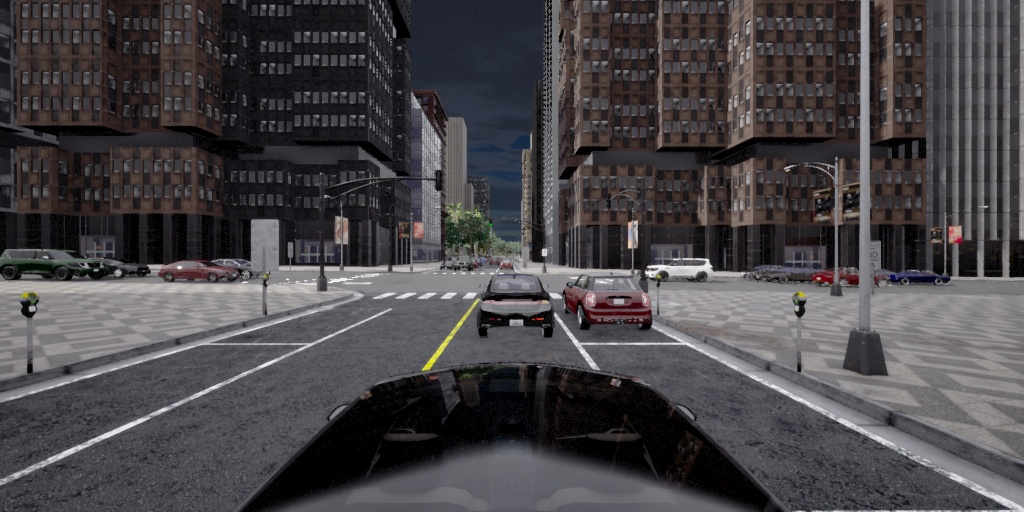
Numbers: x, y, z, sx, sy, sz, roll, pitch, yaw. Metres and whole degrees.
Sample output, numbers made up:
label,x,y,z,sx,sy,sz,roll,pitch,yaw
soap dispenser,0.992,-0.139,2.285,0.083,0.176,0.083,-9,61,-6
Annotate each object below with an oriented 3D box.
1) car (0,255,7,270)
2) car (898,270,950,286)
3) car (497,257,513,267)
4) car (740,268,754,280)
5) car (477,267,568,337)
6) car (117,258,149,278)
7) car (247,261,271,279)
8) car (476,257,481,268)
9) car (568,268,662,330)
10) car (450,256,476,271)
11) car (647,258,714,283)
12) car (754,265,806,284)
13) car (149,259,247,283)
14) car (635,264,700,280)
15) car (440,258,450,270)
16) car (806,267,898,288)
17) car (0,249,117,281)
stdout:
label,x,y,z,sx,sy,sz,roll,pitch,yaw
car,-51.930,0.573,33.883,5.357,1.411,2.033,1,0,-1
car,35.059,1.883,31.437,4.718,1.301,1.895,1,0,0
car,-0.782,1.198,52.497,1.967,1.591,4.097,0,0,-1
car,24.691,1.619,34.600,4.902,1.511,2.128,1,0,-1
car,0.072,1.241,10.238,2.128,1.511,4.902,0,0,-1
car,-30.599,0.853,27.389,4.892,1.490,1.837,1,0,-1
car,-21.210,0.972,27.489,4.902,1.511,2.128,1,0,0
car,-6.694,1.251,59.304,1.882,1.535,5.008,0,0,0
car,2.730,1.190,11.117,1.967,1.591,4.097,0,0,0
car,-6.609,0.973,49.314,2.150,2.045,5.566,0,0,-1
car,14.495,1.205,31.236,5.566,2.045,2.150,1,0,1
car,24.735,1.679,31.349,5.357,1.411,2.033,1,0,0
car,-21.097,1.011,24.228,4.674,1.442,1.812,1,0,0
car,14.892,1.533,34.501,5.357,1.411,2.033,1,0,1
car,-9.306,1.324,52.415,1.948,1.339,4.313,0,0,-1
car,26.336,1.637,27.916,5.008,1.535,1.882,1,0,-1
car,-30.798,0.570,24.131,5.566,2.045,2.150,1,0,-1
